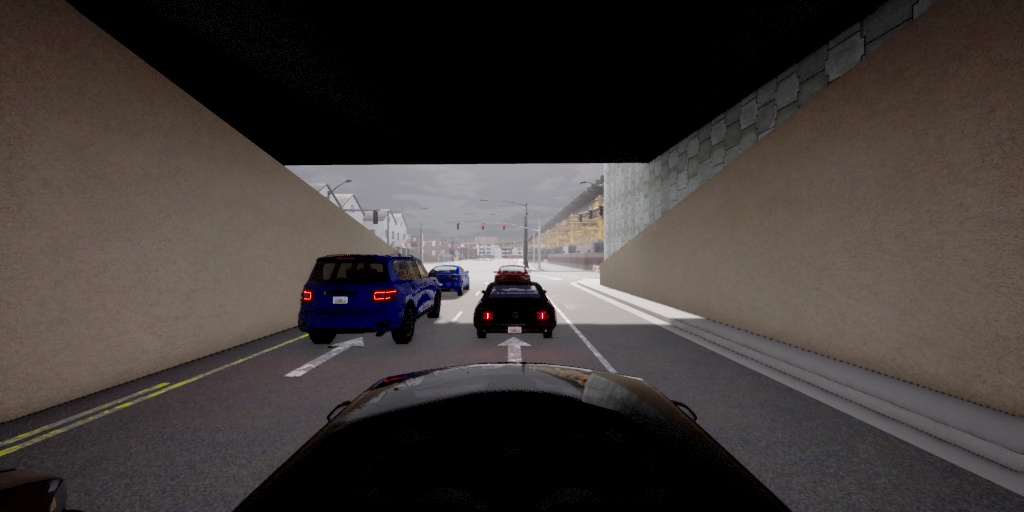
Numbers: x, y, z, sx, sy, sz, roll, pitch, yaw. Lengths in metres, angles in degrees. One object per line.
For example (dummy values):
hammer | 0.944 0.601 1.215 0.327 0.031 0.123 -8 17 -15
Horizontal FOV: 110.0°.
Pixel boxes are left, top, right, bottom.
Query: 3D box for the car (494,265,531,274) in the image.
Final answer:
car | 0.021 1.228 19.500 1.882 1.535 5.008 0 0 0

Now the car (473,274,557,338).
car | 0.061 1.351 10.163 1.895 1.301 4.718 0 0 0

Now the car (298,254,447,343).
car | -3.435 0.971 9.815 2.150 2.045 5.566 0 0 0

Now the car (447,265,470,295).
car | -3.480 1.228 19.752 1.882 1.535 5.008 0 0 0
